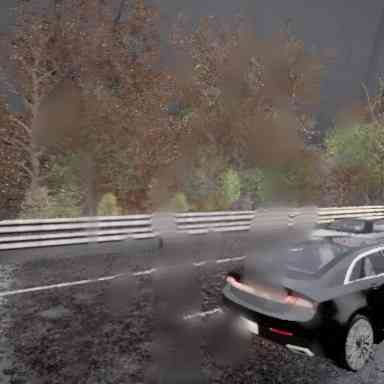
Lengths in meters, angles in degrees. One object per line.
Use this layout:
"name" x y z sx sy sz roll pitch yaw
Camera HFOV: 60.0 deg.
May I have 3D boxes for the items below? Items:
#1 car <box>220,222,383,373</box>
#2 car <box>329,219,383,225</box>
"car" 2.723 1.518 5.691 4.902 1.511 2.128 0 0 -35
"car" 6.542 1.661 12.640 4.718 1.301 1.895 0 0 -35
